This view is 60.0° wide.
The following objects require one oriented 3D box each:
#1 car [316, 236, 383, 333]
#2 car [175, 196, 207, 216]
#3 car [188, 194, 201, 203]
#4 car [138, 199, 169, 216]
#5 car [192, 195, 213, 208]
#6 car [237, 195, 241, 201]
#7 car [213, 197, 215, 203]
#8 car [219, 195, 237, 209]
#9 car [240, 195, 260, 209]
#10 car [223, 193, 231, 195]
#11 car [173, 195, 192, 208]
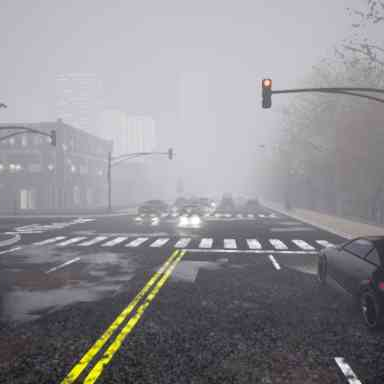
[{"bbox_3d":[3.952,1.561,6.692,1.994,1.385,4.181,0,0,6],"label":"car"},{"bbox_3d":[-0.023,1.477,32.677,2.128,1.511,4.902,0,0,6],"label":"car"},{"bbox_3d":[0.523,1.313,67.766,2.097,1.767,4.553,0,0,6],"label":"car"},{"bbox_3d":[-3.726,1.463,32.849,1.882,1.535,5.008,0,0,12],"label":"car"},{"bbox_3d":[1.516,1.453,47.131,1.882,1.535,5.008,0,1,6],"label":"car"},{"bbox_3d":[11.527,1.505,78.909,1.994,1.385,4.181,0,0,6],"label":"car"},{"bbox_3d":[3.713,1.563,67.040,1.895,1.301,4.718,0,0,6],"label":"car"},{"bbox_3d":[4.762,1.481,45.048,1.837,1.490,4.892,0,0,6],"label":"car"},{"bbox_3d":[7.964,1.468,44.431,2.128,1.511,4.902,0,0,6],"label":"car"},{"bbox_3d":[7.375,1.183,70.586,2.150,2.045,5.566,0,0,6],"label":"car"},{"bbox_3d":[-1.547,1.481,49.029,1.837,1.490,4.892,0,0,6],"label":"car"}]
